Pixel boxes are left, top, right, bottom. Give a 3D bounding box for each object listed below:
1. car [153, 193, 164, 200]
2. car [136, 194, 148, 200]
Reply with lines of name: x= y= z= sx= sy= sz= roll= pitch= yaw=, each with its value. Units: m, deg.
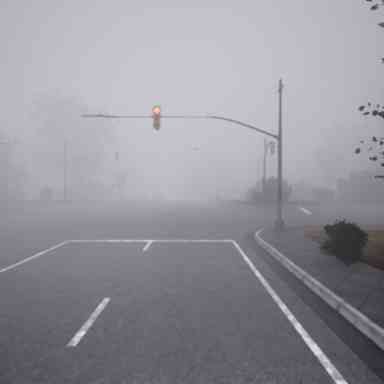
car: x=-6.966 y=0.980 z=69.488 sx=1.882 sy=1.535 sz=5.008 roll=0 pitch=-1 yaw=0
car: x=-10.466 y=1.096 z=69.457 sx=1.895 sy=1.301 sz=4.718 roll=0 pitch=-1 yaw=0
